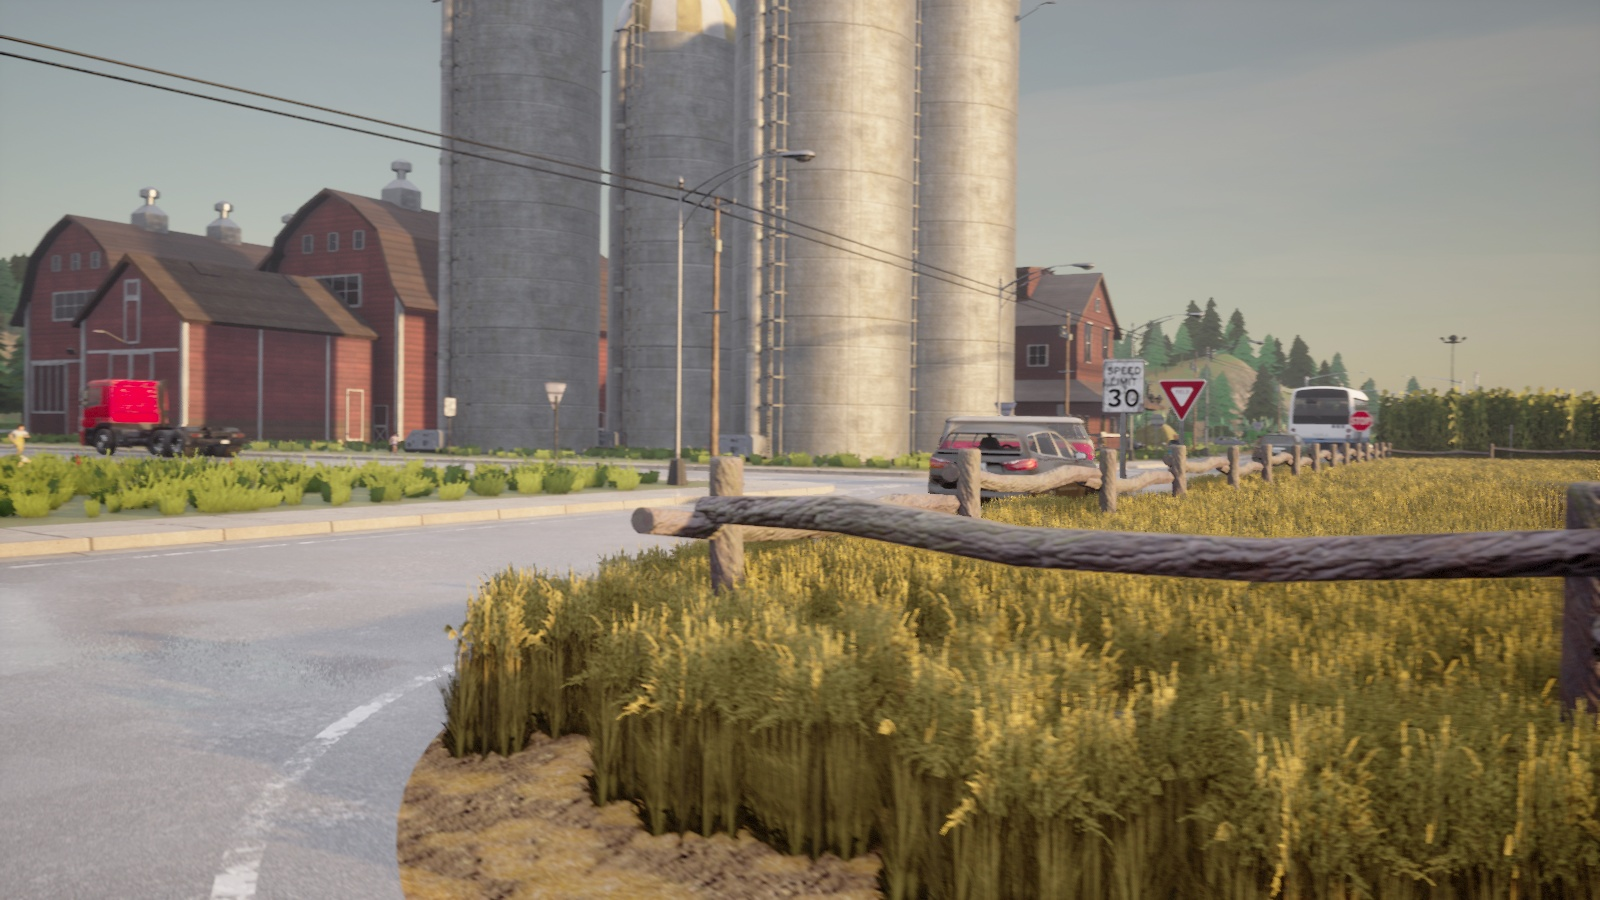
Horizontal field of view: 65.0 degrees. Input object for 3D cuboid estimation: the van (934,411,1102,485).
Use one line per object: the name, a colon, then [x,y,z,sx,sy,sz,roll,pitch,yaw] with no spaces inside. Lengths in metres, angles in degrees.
van: [6.019,-0.067,35.085,4.442,1.987,1.775,0,1,4]

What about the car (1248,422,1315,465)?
car: [20.676,-0.309,53.843,2.097,1.767,4.553,0,1,29]

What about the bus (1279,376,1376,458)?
bus: [29.636,-1.829,70.206,3.944,4.253,10.273,0,1,29]

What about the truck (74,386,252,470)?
truck: [-28.041,-0.949,55.182,7.936,3.462,2.891,0,1,28]

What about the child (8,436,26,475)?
child: [-25.082,0.178,40.232,0.437,1.263,0.270,0,1,27]

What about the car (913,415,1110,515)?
car: [4.074,0.206,23.507,2.242,1.667,4.611,0,1,29]
